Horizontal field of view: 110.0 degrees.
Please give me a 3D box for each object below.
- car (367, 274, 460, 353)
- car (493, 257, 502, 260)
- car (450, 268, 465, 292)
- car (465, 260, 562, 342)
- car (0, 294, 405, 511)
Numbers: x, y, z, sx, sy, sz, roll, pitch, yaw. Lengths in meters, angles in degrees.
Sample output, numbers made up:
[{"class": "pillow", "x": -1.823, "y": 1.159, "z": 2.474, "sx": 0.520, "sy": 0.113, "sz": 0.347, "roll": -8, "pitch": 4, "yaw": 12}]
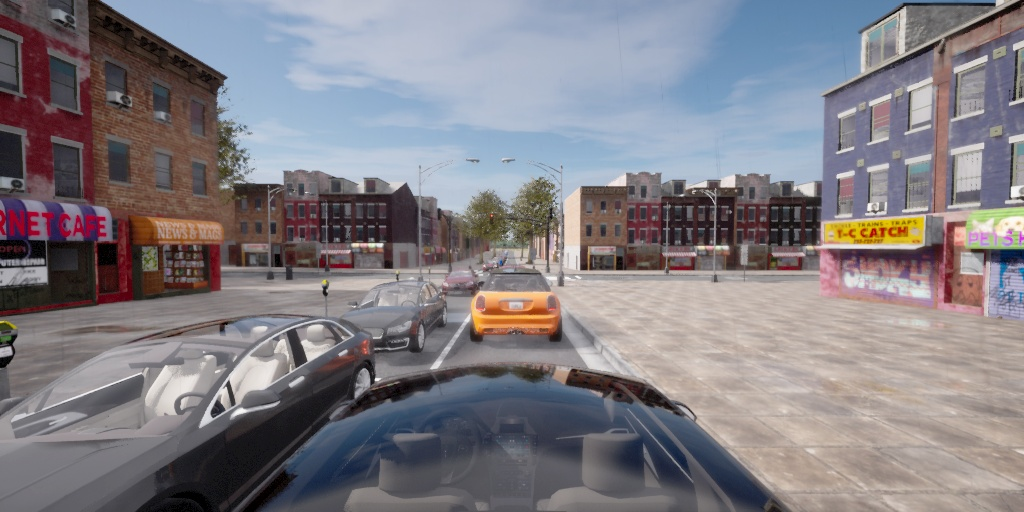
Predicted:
[{"class": "car", "x": -2.652, "y": 1.299, "z": 8.632, "sx": 2.007, "sy": 1.370, "sz": 4.403, "roll": 0, "pitch": 0, "yaw": 0}, {"class": "car", "x": -2.719, "y": 1.246, "z": 46.301, "sx": 1.967, "sy": 1.591, "sz": 4.097, "roll": 0, "pitch": 0, "yaw": 0}, {"class": "car", "x": -2.671, "y": 1.337, "z": 19.526, "sx": 1.802, "sy": 1.307, "sz": 4.207, "roll": 0, "pitch": 0, "yaw": 0}, {"class": "car", "x": 0.085, "y": 1.101, "z": 9.941, "sx": 2.097, "sy": 1.767, "sz": 4.553, "roll": 0, "pitch": 0, "yaw": 0}, {"class": "car", "x": -2.643, "y": 1.300, "z": 3.183, "sx": 2.007, "sy": 1.370, "sz": 4.403, "roll": 0, "pitch": 0, "yaw": 0}]
